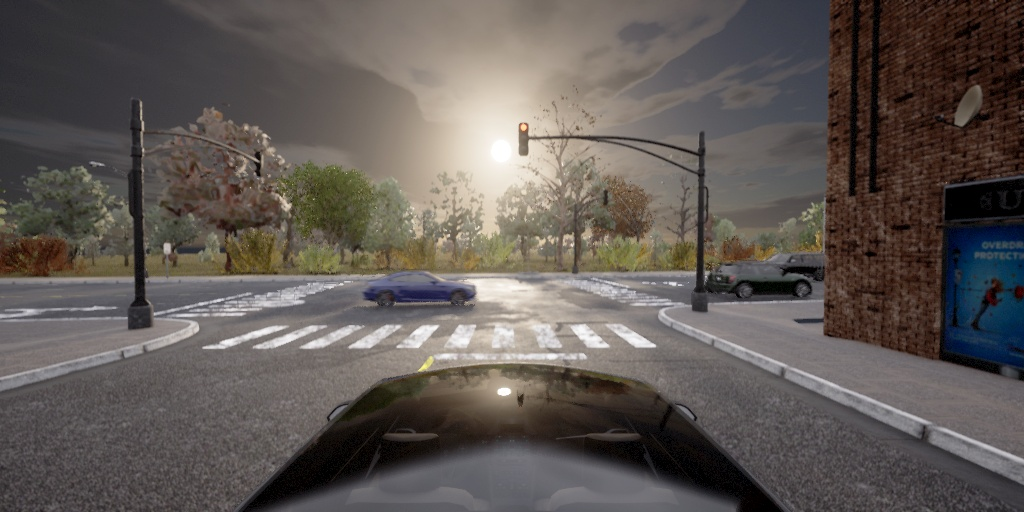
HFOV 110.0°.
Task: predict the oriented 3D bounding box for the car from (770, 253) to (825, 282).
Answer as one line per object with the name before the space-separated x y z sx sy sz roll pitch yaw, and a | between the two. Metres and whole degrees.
car | 19.658 0.792 25.481 5.566 2.045 2.150 0 1 -9

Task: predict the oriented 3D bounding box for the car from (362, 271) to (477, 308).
car | -3.843 1.342 15.219 4.674 1.442 1.812 0 1 -8

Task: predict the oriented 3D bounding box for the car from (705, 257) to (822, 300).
car | 12.056 1.098 17.579 4.553 1.767 2.097 0 1 -9
